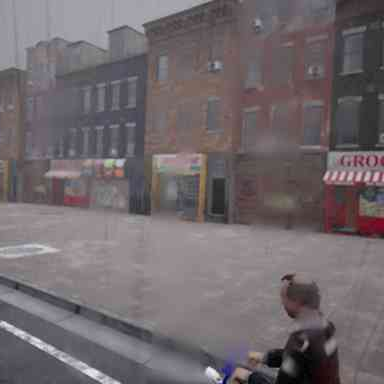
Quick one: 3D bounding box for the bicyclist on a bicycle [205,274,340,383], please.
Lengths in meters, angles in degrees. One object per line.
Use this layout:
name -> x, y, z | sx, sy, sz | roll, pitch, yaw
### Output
bicyclist on a bicycle -> 0.438, 1.353, 2.051 | 1.843, 1.776, 0.659 | 3, 2, 37
